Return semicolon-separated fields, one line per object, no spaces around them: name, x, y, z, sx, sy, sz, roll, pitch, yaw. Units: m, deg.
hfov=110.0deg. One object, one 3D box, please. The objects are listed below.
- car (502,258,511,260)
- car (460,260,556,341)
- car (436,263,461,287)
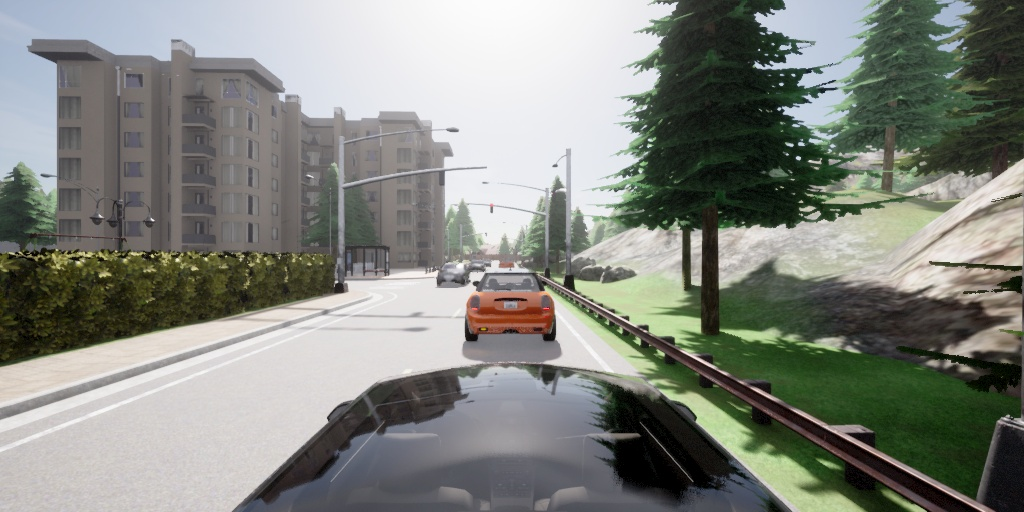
car;-0.806;1.102;52.866;2.097;1.767;4.553;0;0;-1
car;-0.057;1.102;10.012;2.097;1.767;4.553;0;0;-1
car;-3.996;1.234;24.879;2.128;1.511;4.902;0;0;-1
